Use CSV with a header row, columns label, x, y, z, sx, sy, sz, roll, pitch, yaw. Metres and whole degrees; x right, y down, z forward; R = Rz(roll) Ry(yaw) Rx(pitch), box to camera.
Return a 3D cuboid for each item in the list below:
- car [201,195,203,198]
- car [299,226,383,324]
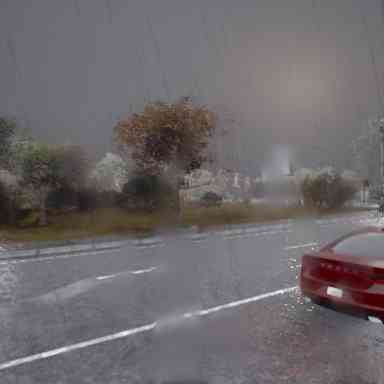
label,x,y,z,sx,sy,sz,roll,pitch,yaw
car,3.673,0.916,62.128,2.128,1.511,4.902,-1,1,-38
car,4.298,1.434,6.747,5.008,1.535,1.882,0,0,-35
